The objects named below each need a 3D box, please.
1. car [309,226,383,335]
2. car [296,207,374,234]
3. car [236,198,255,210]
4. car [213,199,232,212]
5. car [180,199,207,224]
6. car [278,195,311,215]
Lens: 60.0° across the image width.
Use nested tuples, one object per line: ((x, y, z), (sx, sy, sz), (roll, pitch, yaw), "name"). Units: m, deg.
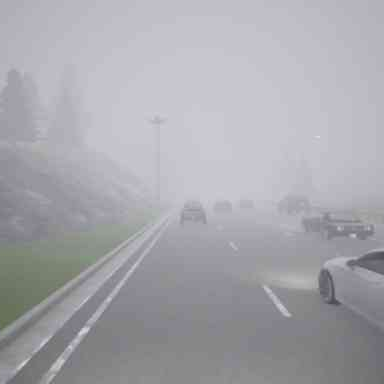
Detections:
((3.604, 1.539, 5.158), (1.812, 1.442, 4.674), (0, 0, 0), "car")
((7.101, 1.642, 16.858), (1.895, 1.301, 4.718), (0, 0, 0), "car")
((7.101, 1.613, 44.286), (1.837, 1.490, 4.892), (0, 0, 0), "car")
((3.602, 1.572, 39.482), (1.882, 1.535, 5.008), (0, 0, 0), "car")
((0.102, 1.552, 25.098), (2.128, 1.511, 4.902), (0, 0, 0), "car")
((10.602, 1.307, 34.710), (2.150, 2.045, 5.566), (0, 0, 0), "car")
